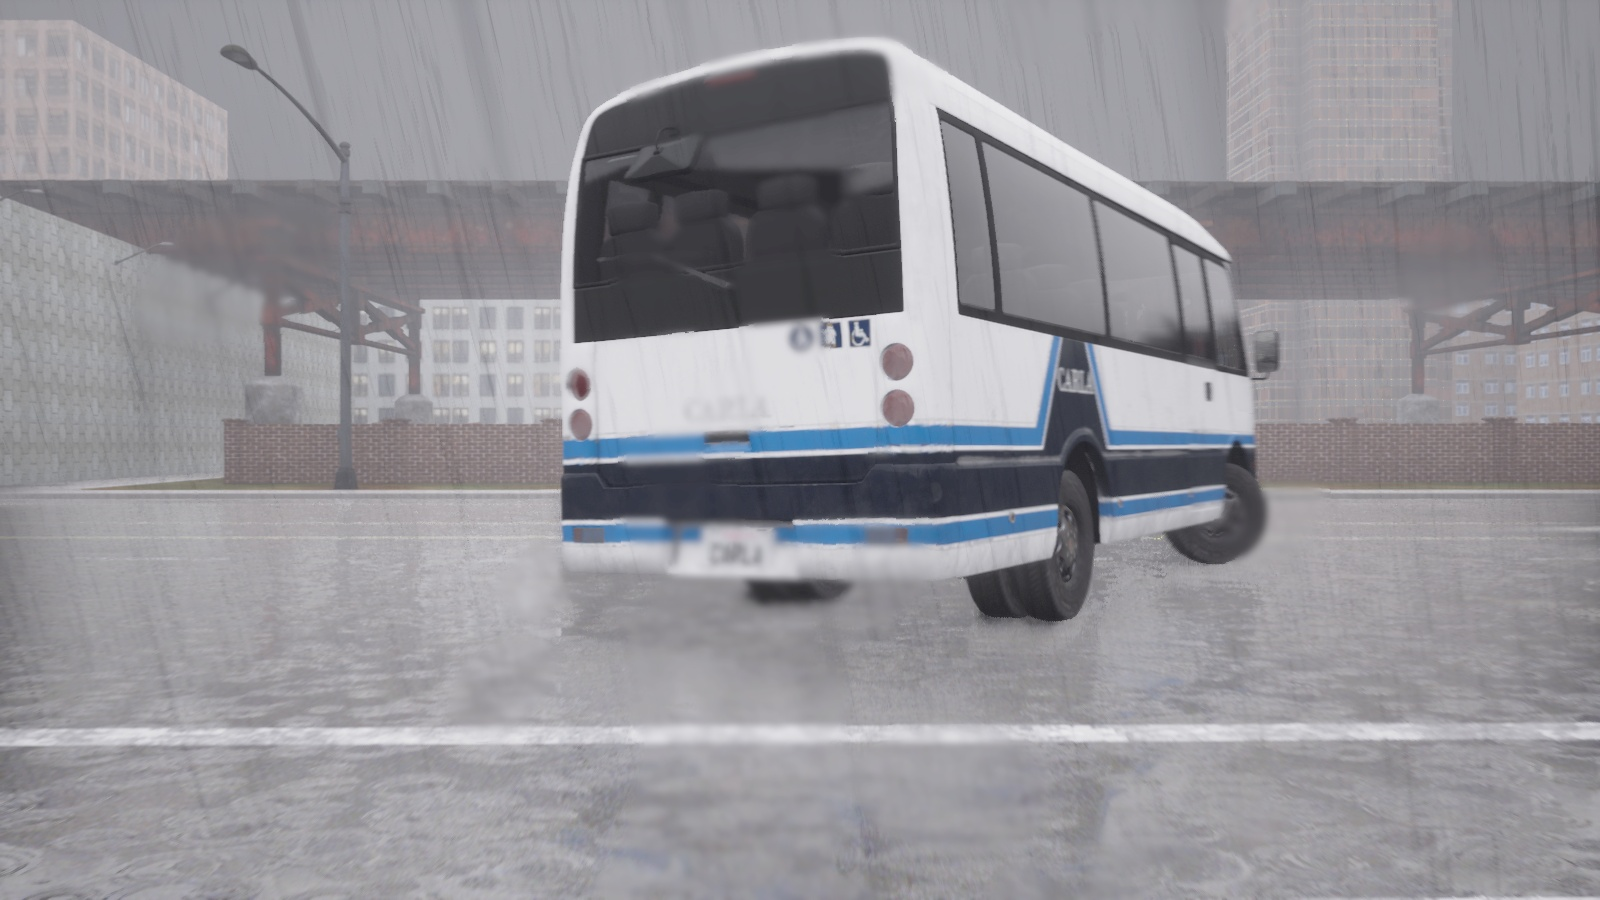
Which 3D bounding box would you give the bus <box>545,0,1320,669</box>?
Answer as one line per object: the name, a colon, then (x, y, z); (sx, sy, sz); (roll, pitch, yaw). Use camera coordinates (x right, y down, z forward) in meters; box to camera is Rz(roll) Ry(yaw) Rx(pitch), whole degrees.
bus: (2.416, -0.711, 13.308); (3.944, 4.253, 10.273); (-2, -1, 32)
